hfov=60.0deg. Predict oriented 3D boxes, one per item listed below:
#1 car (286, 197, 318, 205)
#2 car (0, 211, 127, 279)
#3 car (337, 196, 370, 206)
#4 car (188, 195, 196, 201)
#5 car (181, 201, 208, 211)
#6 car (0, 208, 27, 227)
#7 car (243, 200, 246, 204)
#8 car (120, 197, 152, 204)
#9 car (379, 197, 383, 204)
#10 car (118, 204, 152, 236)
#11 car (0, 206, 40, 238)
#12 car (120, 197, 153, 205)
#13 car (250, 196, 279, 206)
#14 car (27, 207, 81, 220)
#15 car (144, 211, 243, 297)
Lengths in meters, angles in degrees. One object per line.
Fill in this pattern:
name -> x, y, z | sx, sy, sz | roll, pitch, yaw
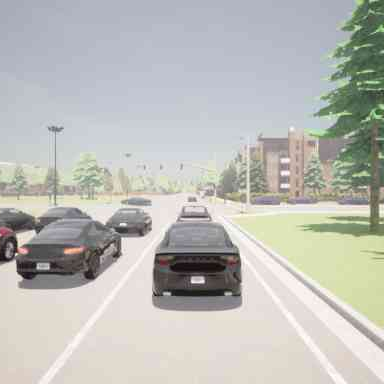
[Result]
car -> 20.004, 1.547, 60.468 | 5.357, 1.411, 2.033 | 0, 0, 0
car -> -3.388, 1.526, 9.880 | 1.812, 1.442, 4.674 | 0, 0, 0
car -> 25.831, 1.526, 53.513 | 4.674, 1.442, 1.812 | 0, 0, -1
car -> 0.085, 1.524, 76.580 | 2.128, 1.511, 4.902 | 0, 0, 0
car -> 0.124, 1.492, 18.008 | 2.128, 1.511, 4.902 | 0, 0, 0
car -> -6.888, 1.352, 9.323 | 2.097, 1.767, 4.553 | 0, 0, 0
car -> 11.341, 1.547, 56.940 | 5.357, 1.411, 2.033 | 0, 0, 0
car -> -9.125, 1.564, 53.553 | 4.181, 1.385, 1.994 | 0, 0, 0
car -> 34.183, 1.601, 60.477 | 4.718, 1.301, 1.895 | 0, 0, 0
car -> -3.377, 1.564, 18.342 | 1.994, 1.385, 4.181 | 0, 0, 0
car -> -10.376, 1.564, 18.465 | 1.994, 1.385, 4.181 | 0, 0, 0
car -> -9.518, 1.547, 57.055 | 5.357, 1.411, 2.033 | 0, 0, 0
car -> 11.600, 1.352, 53.443 | 4.553, 1.767, 2.097 | 0, 0, 0
car -> -6.878, 1.526, 18.156 | 1.812, 1.442, 4.674 | 0, 0, 0
car -> 0.111, 1.478, 8.641 | 1.882, 1.535, 5.008 | 0, 0, 0
